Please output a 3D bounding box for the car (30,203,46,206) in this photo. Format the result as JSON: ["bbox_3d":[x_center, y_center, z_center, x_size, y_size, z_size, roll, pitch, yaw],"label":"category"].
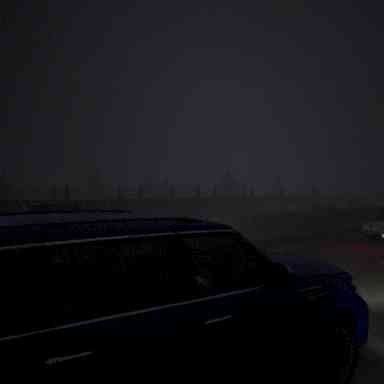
[{"bbox_3d":[-5.174,1.233,4.356,5.566,2.045,2.150,-1,0,-35],"label":"car"}]

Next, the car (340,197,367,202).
[{"bbox_3d":[17.973,1.331,37.564,4.674,1.442,1.812,0,0,-30],"label":"car"}]

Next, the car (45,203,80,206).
[{"bbox_3d":[-7.303,1.336,15.980,4.553,1.767,2.097,0,0,-35],"label":"car"}]

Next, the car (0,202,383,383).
[{"bbox_3d":[-0.483,1.214,3.403,5.566,2.045,2.150,0,0,-36],"label":"car"}]
